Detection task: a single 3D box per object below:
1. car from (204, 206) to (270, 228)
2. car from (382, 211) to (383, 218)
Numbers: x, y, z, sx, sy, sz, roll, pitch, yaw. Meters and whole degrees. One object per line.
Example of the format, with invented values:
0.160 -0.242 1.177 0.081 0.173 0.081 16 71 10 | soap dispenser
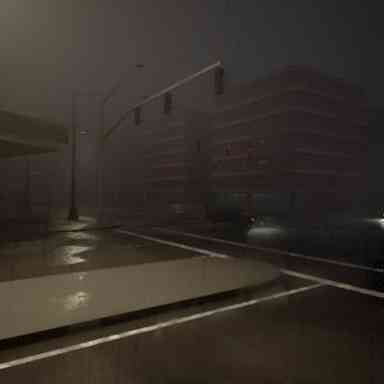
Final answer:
3.092 1.723 24.258 2.033 1.411 5.357 1 0 -36 | car
20.552 1.943 32.748 4.181 1.385 1.994 1 0 -35 | car
